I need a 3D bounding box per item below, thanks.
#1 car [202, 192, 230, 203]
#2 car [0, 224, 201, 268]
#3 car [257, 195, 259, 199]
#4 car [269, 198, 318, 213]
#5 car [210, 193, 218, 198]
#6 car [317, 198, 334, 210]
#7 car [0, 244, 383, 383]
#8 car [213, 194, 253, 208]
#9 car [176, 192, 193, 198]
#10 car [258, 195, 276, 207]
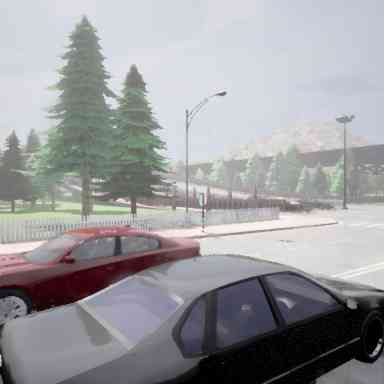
[{"bbox_3d":[4.044,0.976,57.540,2.128,1.511,4.902,0,4,-37],"label":"car"},{"bbox_3d":[-2.069,1.477,6.809,5.008,1.535,1.882,0,0,-35],"label":"car"},{"bbox_3d":[10.094,1.282,49.529,2.097,1.767,4.553,0,1,-37],"label":"car"},{"bbox_3d":[10.990,1.600,36.709,1.895,1.301,4.718,0,0,-36],"label":"car"},{"bbox_3d":[5.226,1.316,50.153,2.128,1.511,4.902,0,2,-37],"label":"car"},{"bbox_3d":[15.573,1.485,42.315,2.128,1.511,4.902,0,0,-37],"label":"car"},{"bbox_3d":[0.533,1.547,4.125,5.357,1.411,2.033,0,0,-35],"label":"car"},{"bbox_3d":[5.484,1.453,44.024,2.128,1.511,4.902,0,1,-37],"label":"car"},{"bbox_3d":[-0.534,1.154,51.975,1.994,1.385,4.181,0,3,-37],"label":"car"},{"bbox_3d":[11.297,1.469,42.158,1.882,1.535,5.008,0,0,-37],"label":"car"}]
